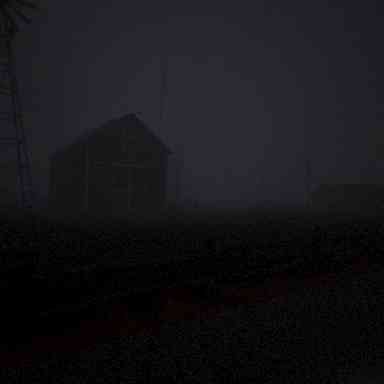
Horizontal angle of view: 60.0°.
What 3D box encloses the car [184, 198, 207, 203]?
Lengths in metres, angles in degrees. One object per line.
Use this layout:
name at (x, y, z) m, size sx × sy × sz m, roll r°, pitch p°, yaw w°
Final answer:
car at (0.547, 1.887, 61.689) m, size 2.033 × 1.411 × 5.357 m, roll 1°, pitch 0°, yaw -35°
